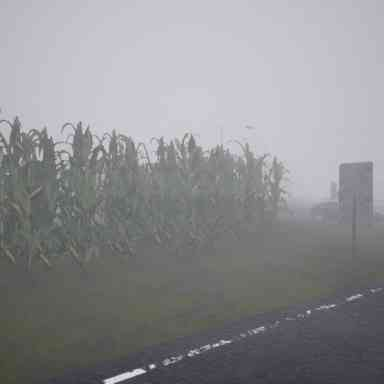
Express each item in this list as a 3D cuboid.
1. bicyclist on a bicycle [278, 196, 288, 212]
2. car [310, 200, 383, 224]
[{"bbox_3d":[9.327,1.246,34.080,1.656,1.620,0.582,-1,1,-36],"label":"bicyclist on a bicycle"},{"bbox_3d":[10.393,1.348,22.382,1.837,1.490,4.892,1,0,-36],"label":"car"}]
